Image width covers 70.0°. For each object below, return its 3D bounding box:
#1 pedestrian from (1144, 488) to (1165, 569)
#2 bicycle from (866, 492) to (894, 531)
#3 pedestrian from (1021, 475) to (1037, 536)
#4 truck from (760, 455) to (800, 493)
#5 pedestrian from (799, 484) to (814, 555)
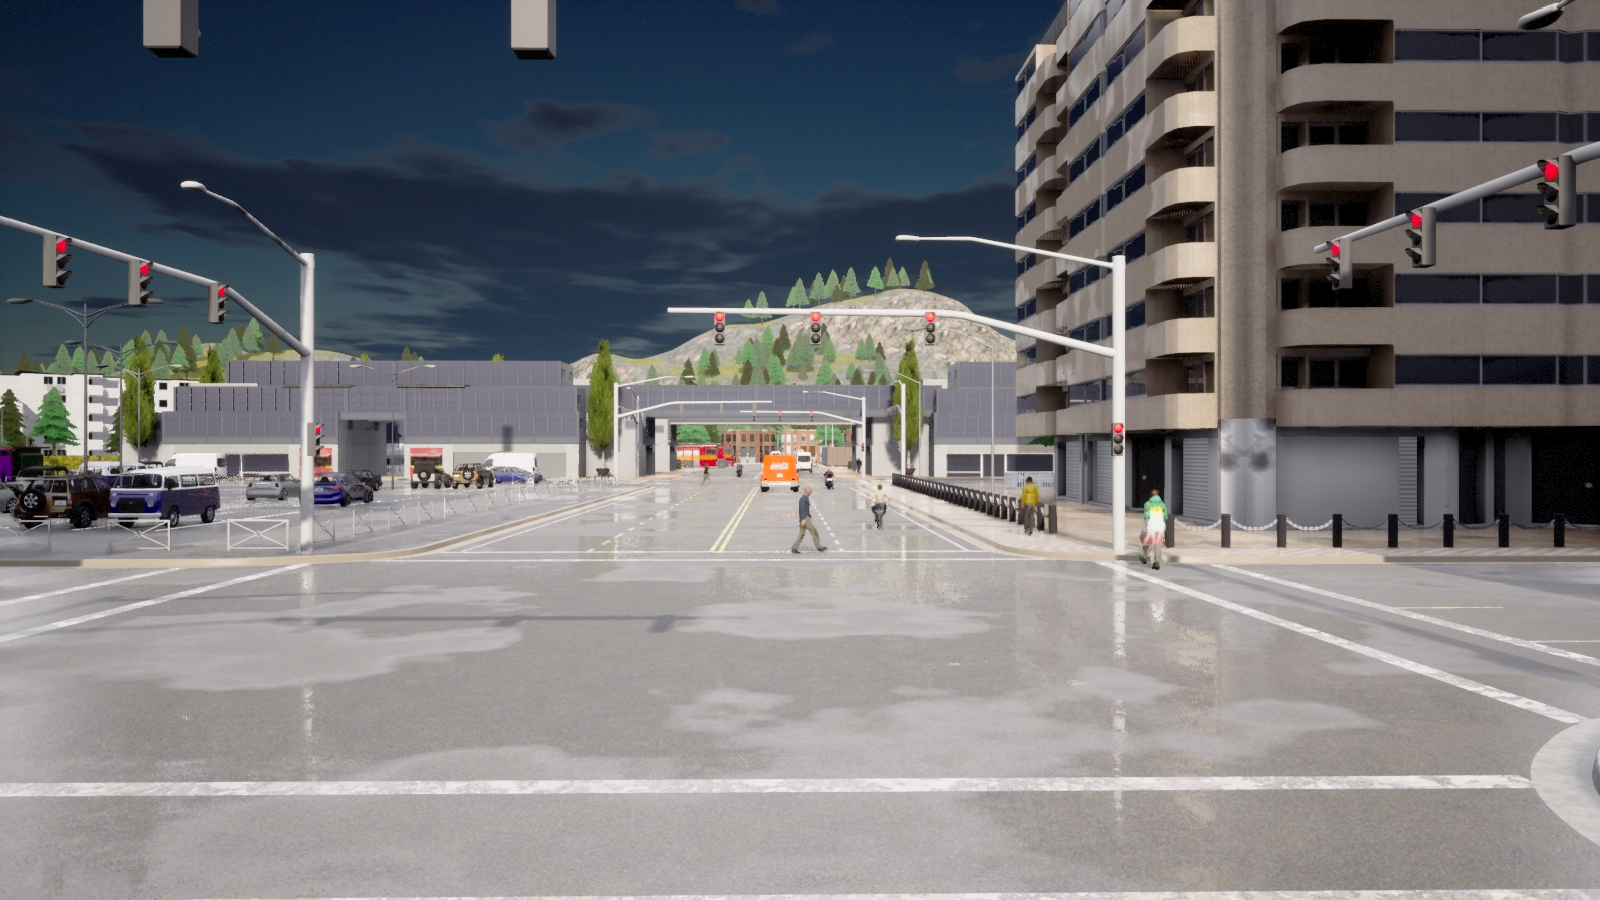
[{"bbox_3d":[8.226,1.807,26.517,0.375,1.860,0.375,0,0,-3],"label":"pedestrian"},{"bbox_3d":[2.806,2.158,40.265,0.859,1.276,1.487,0,0,-2],"label":"bicycle"},{"bbox_3d":[7.028,1.695,35.038,0.375,1.860,0.375,0,0,-10],"label":"pedestrian"},{"bbox_3d":[-1.366,1.564,77.071,2.627,2.467,5.204,0,0,-1],"label":"truck"},{"bbox_3d":[0.178,1.839,30.293,0.375,1.860,0.375,0,0,-4],"label":"pedestrian"}]
